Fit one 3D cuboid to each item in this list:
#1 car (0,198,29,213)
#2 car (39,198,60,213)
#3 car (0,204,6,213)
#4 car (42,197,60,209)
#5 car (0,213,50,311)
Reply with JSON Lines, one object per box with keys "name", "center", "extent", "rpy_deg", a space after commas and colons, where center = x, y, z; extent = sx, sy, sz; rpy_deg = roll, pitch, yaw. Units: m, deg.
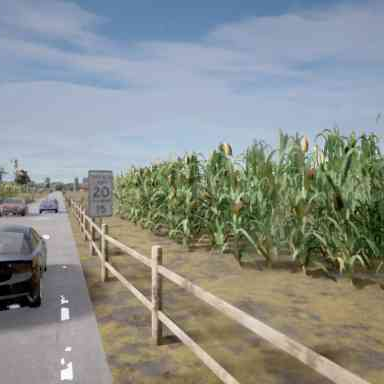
{"name": "car", "center": [-16.744, 1.373, 31.338], "extent": [2.097, 1.767, 4.553], "rpy_deg": [0, 0, -21]}
{"name": "car", "center": [-15.727, 1.560, 36.605], "extent": [2.033, 1.411, 5.357], "rpy_deg": [0, 0, -21]}
{"name": "car", "center": [-10.975, 1.562, 16.567], "extent": [2.033, 1.411, 5.357], "rpy_deg": [0, 0, -21]}
{"name": "car", "center": [-19.381, 1.510, 45.769], "extent": [2.128, 1.511, 4.902], "rpy_deg": [0, 0, -21]}
{"name": "car", "center": [-4.382, 1.480, 7.563], "extent": [1.882, 1.535, 5.008], "rpy_deg": [0, 0, -21]}
